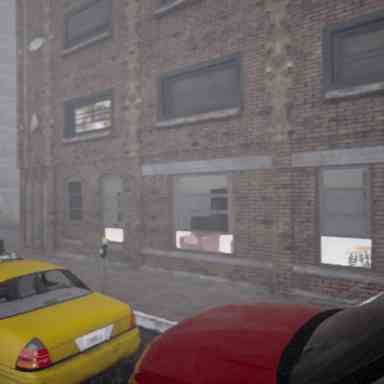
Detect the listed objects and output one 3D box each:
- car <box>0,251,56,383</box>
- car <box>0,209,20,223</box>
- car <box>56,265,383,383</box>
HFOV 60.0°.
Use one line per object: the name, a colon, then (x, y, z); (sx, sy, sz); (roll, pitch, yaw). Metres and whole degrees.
car: (-2.939, 1.580, 4.970); (4.829, 1.417, 1.752); (-1, -1, 35)
car: (-18.678, 2.184, 30.866); (1.752, 1.417, 4.829); (-2, -2, 35)
car: (1.825, 1.308, 1.574); (5.009, 1.841, 2.192); (-1, -1, 35)
